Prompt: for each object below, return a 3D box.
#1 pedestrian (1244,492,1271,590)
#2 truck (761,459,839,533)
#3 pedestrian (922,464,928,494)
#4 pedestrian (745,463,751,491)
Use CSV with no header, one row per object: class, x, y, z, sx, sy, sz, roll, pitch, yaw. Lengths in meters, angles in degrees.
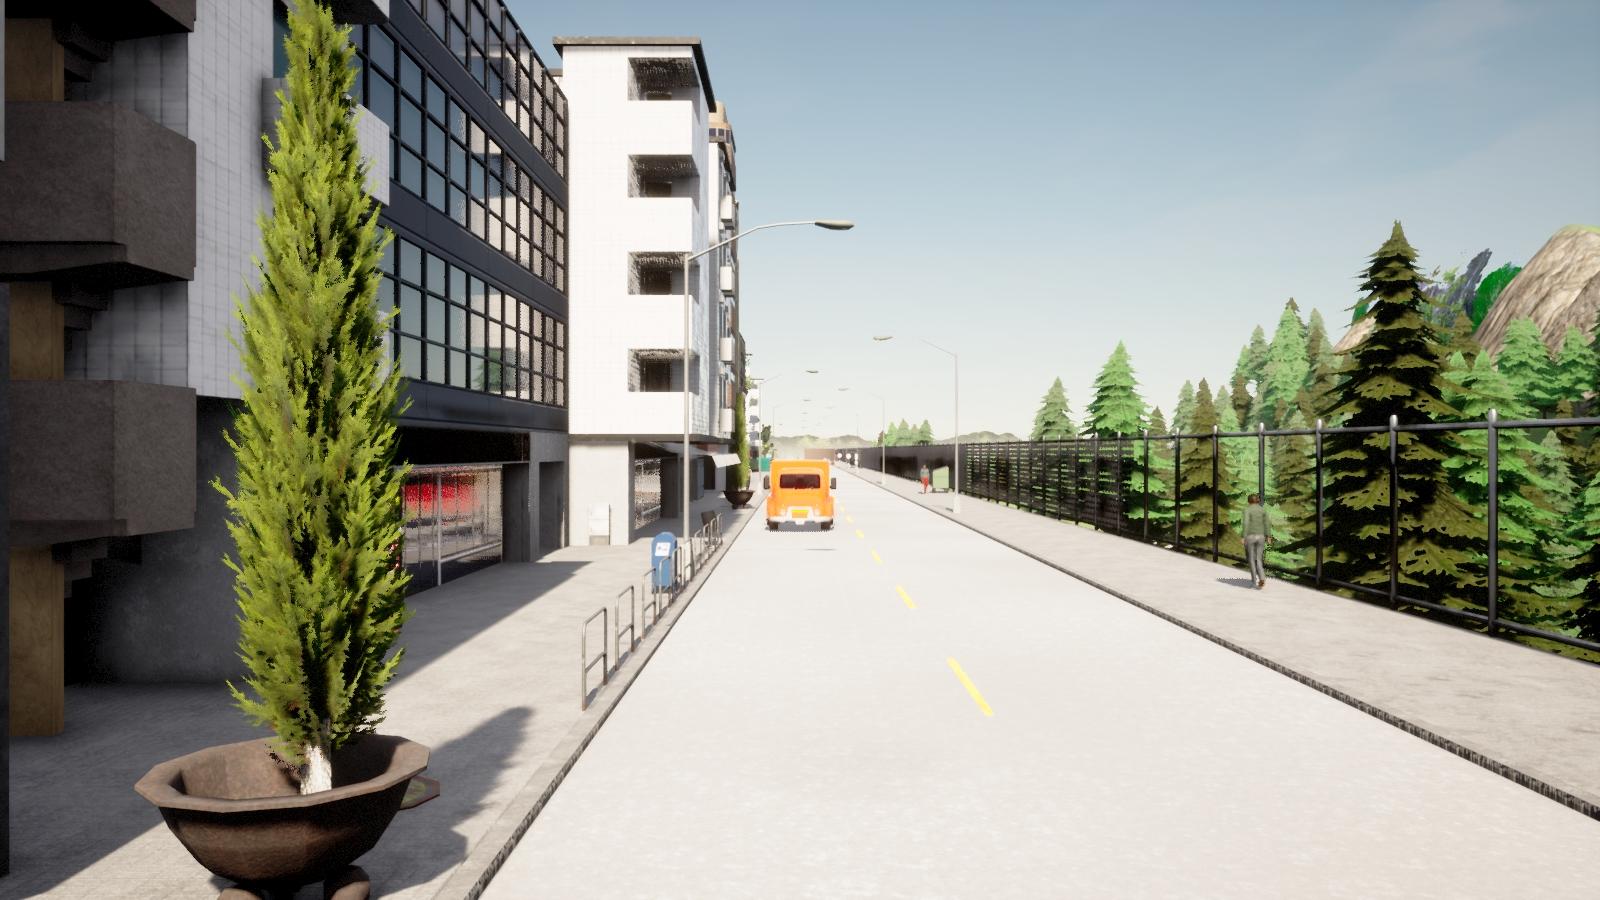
pedestrian,8.866,1.754,22.148,0.375,1.860,0.375,0,0,-3
truck,0.001,1.584,41.161,2.627,2.467,5.204,0,0,0
pedestrian,7.665,1.772,70.017,0.375,1.860,0.375,0,0,0
pedestrian,-3.416,1.773,74.701,0.375,1.860,0.375,0,0,0
